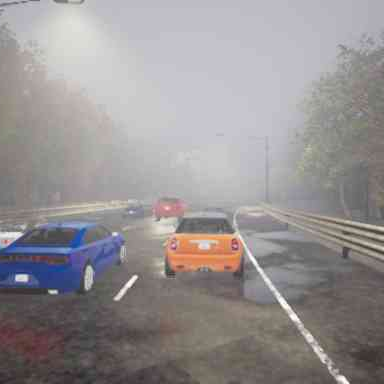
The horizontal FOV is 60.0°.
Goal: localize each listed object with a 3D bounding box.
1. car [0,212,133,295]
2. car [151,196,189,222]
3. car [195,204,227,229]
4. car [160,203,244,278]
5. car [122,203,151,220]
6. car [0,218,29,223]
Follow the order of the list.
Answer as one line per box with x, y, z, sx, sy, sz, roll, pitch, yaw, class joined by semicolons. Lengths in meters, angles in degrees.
-3.174;1.522;8.914;1.882;1.535;5.008;0;0;3;car
-1.581;1.372;28.182;2.150;2.045;5.566;0;0;7;car
1.486;1.691;24.326;2.033;1.411;5.357;0;0;6;car
0.425;1.414;10.586;2.097;1.767;4.553;0;0;3;car
-4.858;1.710;30.048;1.994;1.385;4.181;0;0;7;car
-6.443;1.660;13.134;1.895;1.301;4.718;0;0;4;car
